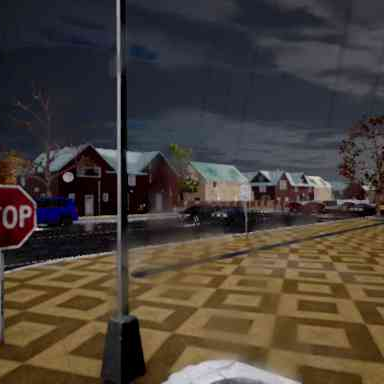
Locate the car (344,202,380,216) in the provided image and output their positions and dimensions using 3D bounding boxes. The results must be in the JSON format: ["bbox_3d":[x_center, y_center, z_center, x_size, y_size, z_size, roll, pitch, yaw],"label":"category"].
[{"bbox_3d":[20.861,2.108,40.656,2.033,1.411,5.357,-1,-1,43],"label":"car"}]

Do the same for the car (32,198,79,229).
[{"bbox_3d":[-10.377,1.435,22.070,2.150,2.045,5.566,-1,-1,43],"label":"car"}]

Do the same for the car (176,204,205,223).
[{"bbox_3d":[0.688,1.842,29.052,1.837,1.490,4.892,-1,-1,43],"label":"car"}]

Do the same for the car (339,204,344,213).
[{"bbox_3d":[22.344,2.196,46.972,1.812,1.442,4.674,-1,-1,43],"label":"car"}]

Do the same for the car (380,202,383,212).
[{"bbox_3d":[28.622,2.198,48.885,1.882,1.535,5.008,-1,-1,43],"label":"car"}]

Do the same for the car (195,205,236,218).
[{"bbox_3d":[2.604,2.048,35.810,1.895,1.301,4.718,-1,-1,43],"label":"car"}]

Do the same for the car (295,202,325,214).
[{"bbox_3d":[16.559,2.114,45.731,1.882,1.535,5.008,-1,-2,44],"label":"car"}]

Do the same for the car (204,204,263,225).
[{"bbox_3d":[3.751,1.861,27.274,2.033,1.411,5.357,-1,-1,43],"label":"car"}]

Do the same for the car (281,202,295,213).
[{"bbox_3d":[14.814,2.209,48.603,1.812,1.442,4.674,-1,-1,43],"label":"car"}]
